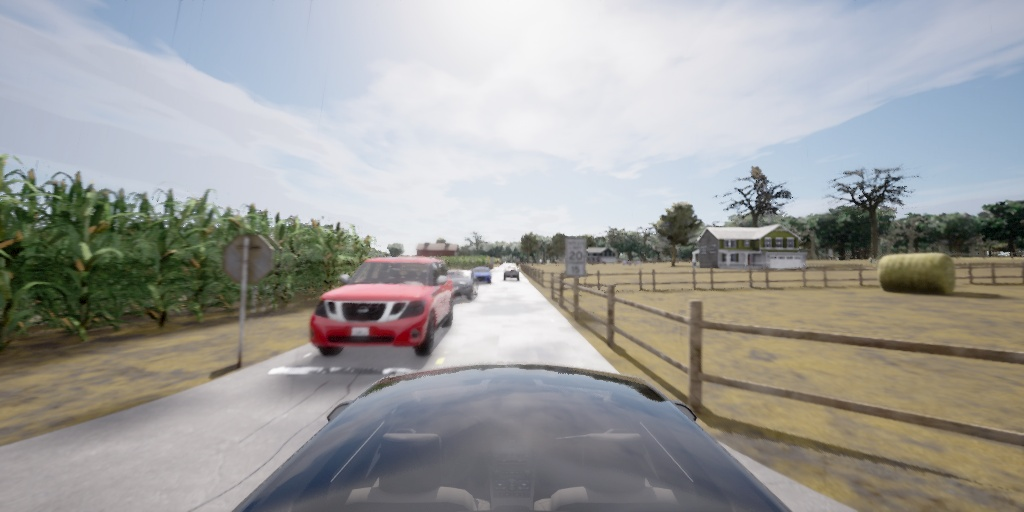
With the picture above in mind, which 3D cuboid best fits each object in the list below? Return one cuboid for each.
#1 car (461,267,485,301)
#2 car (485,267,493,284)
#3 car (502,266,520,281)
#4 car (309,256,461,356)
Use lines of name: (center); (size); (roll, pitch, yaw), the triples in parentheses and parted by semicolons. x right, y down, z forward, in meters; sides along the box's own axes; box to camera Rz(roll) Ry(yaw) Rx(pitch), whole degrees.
car: (-2.870, 1.512, 19.512); (2.128, 1.511, 4.902); (1, -1, 0)
car: (-2.887, 1.798, 34.103); (1.882, 1.535, 5.008); (1, -1, 0)
car: (-0.068, 1.996, 41.310); (2.128, 1.511, 4.902); (1, -1, 0)
car: (-2.754, 1.021, 9.024); (2.150, 2.045, 5.566); (1, -1, -2)
